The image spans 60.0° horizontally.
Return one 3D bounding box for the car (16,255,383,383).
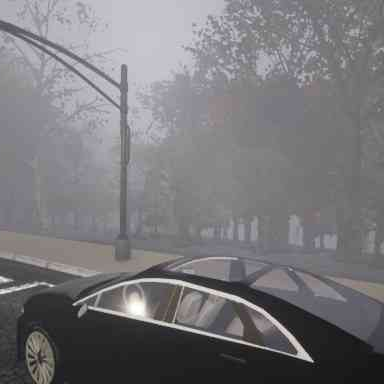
[{"bbox_3d":[0.002,1.491,3.699,4.902,1.511,2.128,0,0,34],"label":"car"}]
